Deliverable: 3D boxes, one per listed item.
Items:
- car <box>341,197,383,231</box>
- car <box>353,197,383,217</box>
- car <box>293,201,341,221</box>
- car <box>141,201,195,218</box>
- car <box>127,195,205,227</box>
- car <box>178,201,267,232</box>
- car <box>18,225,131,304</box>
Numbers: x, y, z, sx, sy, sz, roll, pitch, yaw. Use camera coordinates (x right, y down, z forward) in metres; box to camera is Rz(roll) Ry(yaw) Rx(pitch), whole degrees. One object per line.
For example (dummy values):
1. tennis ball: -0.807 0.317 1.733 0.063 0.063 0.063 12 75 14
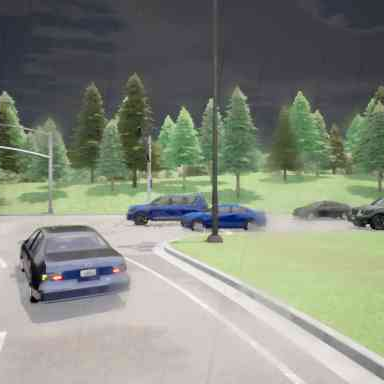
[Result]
1. car: 12.486 1.223 20.305 5.566 2.045 2.150 0 0 -5
2. car: 17.949 1.353 31.289 4.553 1.767 2.097 0 0 -5
3. car: 10.735 1.505 27.187 4.892 1.490 1.837 0 0 -5
4. car: -2.162 1.526 29.642 4.674 1.442 1.812 0 0 -5
5. car: -1.609 1.223 22.666 5.566 2.045 2.150 0 0 -5
6. car: 1.845 1.478 19.439 5.008 1.535 1.882 0 0 -5
7. car: -3.184 1.548 8.348 2.033 1.411 5.357 0 0 -30
